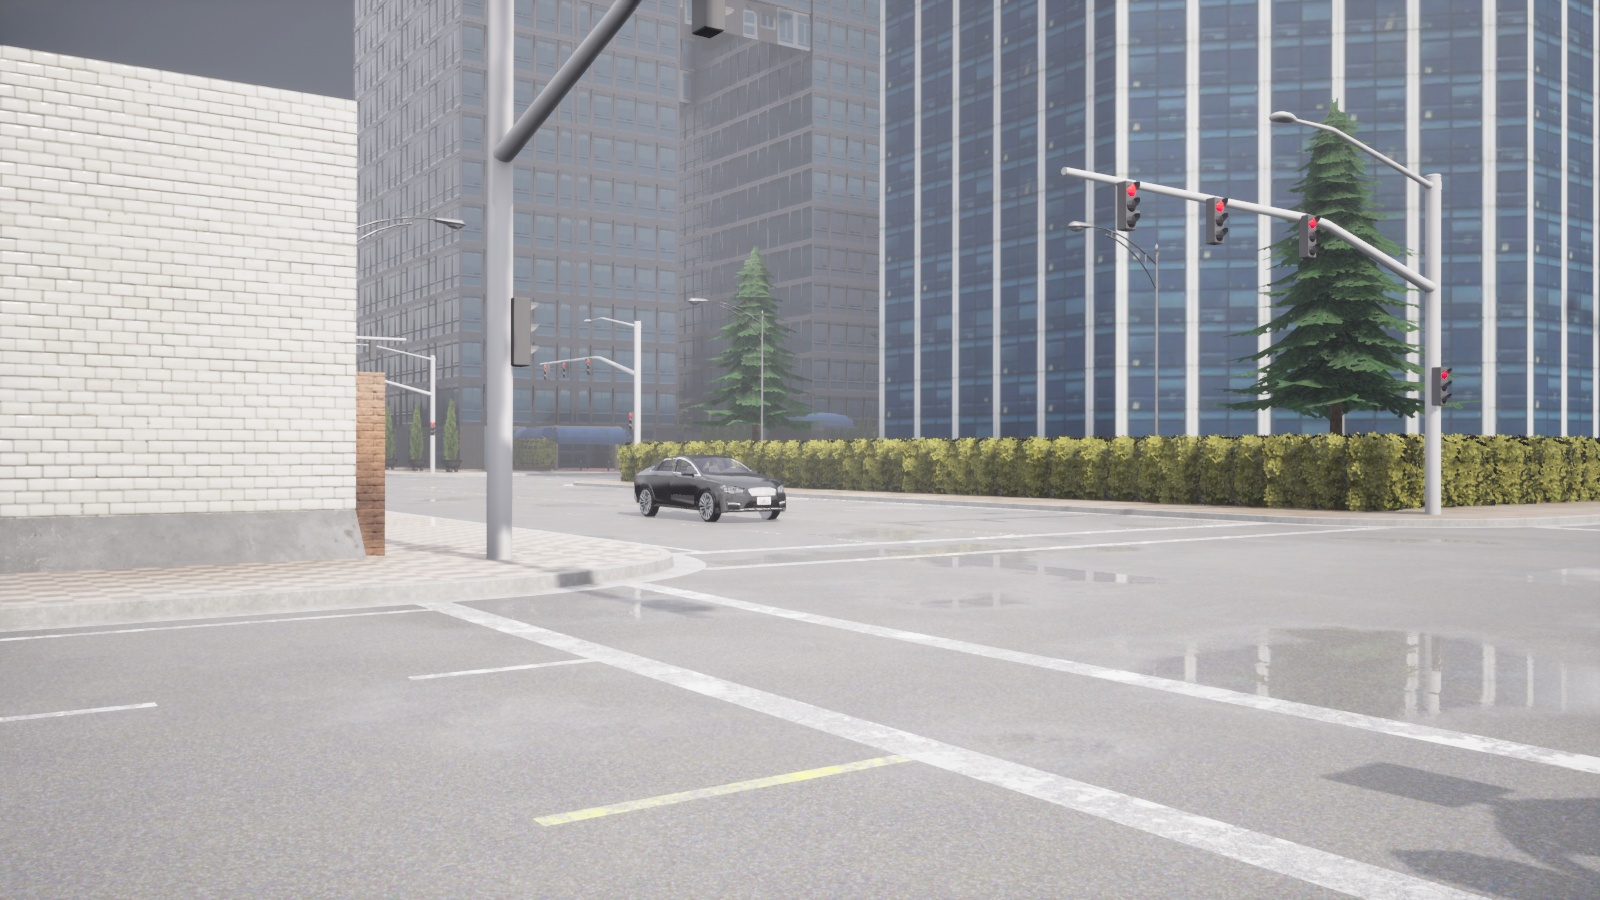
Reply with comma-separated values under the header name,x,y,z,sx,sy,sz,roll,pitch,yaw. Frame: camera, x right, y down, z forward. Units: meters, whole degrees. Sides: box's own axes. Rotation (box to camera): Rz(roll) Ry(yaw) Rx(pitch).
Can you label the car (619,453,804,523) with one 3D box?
name,x,y,z,sx,sy,sz,roll,pitch,yaw
car,-2.194,0.834,29.697,2.128,1.511,4.902,0,0,-35
